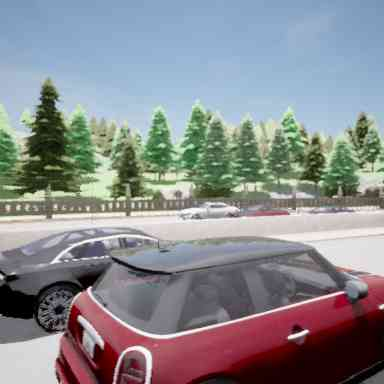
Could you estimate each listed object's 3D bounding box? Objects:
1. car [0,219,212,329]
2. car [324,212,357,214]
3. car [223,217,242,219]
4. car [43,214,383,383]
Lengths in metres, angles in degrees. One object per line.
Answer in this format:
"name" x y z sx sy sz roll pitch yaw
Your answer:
"car" -1.460 1.484 6.808 4.902 1.511 2.128 0 0 -34
"car" 8.383 1.540 20.453 4.181 1.385 1.994 0 0 -24
"car" 4.610 1.540 22.520 4.181 1.385 1.994 0 0 -26
"car" 0.845 1.349 4.119 4.553 1.767 2.097 0 0 -34
